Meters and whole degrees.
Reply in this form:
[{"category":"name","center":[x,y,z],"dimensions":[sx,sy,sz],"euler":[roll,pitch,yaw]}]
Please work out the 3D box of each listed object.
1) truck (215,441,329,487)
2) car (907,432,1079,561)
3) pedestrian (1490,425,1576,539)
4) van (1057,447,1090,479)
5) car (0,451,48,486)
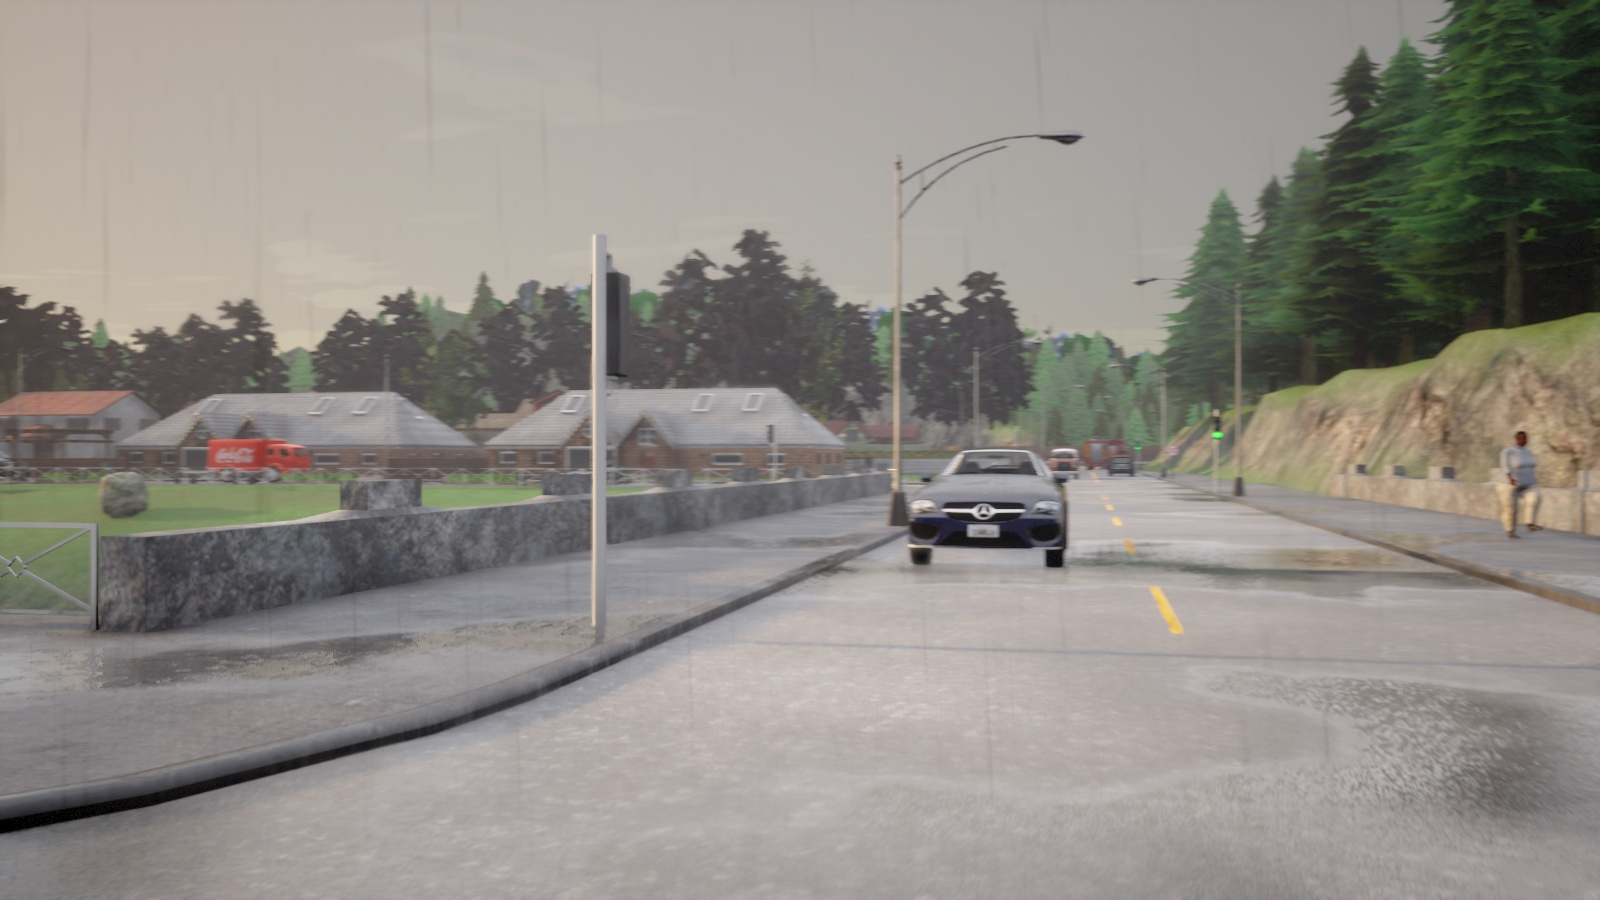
[{"category":"truck","center":[-29.006,0.767,69.083],"dimensions":[5.204,2.467,2.627],"euler":[0,0,13]},{"category":"car","center":[3.045,0.615,18.873],"dimensions":[2.152,1.651,5.027],"euler":[0,0,13]},{"category":"pedestrian","center":[12.187,0.517,20.896],"dimensions":[0.874,1.855,0.900],"euler":[0,0,-3]},{"category":"van","center":[17.928,0.841,82.231],"dimensions":[2.069,2.038,4.480],"euler":[0,0,13]},{"category":"car","center":[-47.143,1.076,73.339],"dimensions":[5.566,2.045,2.150],"euler":[0,0,13]}]
